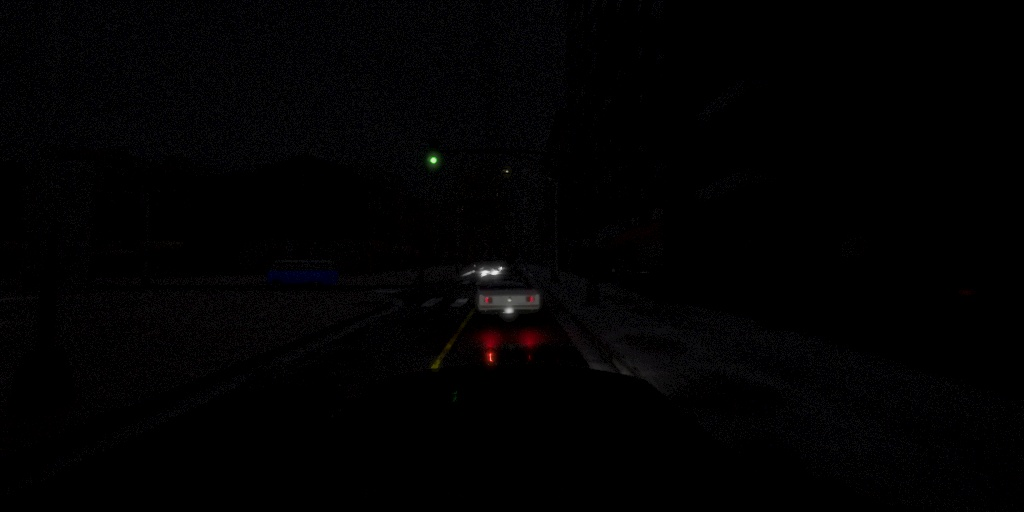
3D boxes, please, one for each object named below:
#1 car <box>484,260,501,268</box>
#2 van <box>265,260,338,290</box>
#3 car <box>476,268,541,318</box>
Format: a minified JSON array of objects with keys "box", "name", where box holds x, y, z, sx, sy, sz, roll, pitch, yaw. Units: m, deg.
[{"box":[-2.832,1.313,49.062,1.895,1.301,4.718,0,0,0],"name":"car"},{"box":[-12.923,1.154,22.156,3.998,1.789,1.690,0,0,0],"name":"van"},{"box":[-0.323,1.289,12.614,1.895,1.301,4.718,0,0,-6],"name":"car"}]
